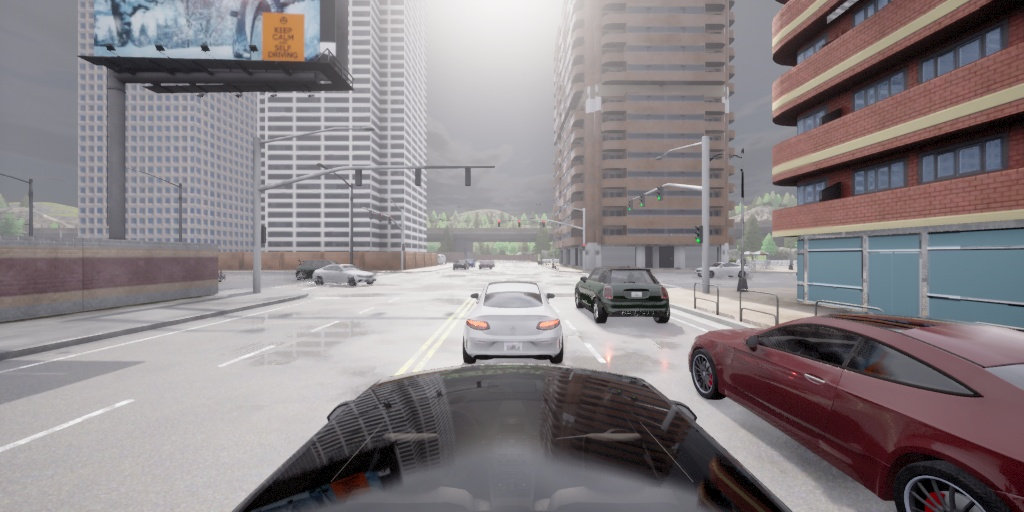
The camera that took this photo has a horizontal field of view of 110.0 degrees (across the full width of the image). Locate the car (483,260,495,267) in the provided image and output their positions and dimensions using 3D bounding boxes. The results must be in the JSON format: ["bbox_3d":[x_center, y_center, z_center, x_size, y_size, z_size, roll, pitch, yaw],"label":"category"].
[{"bbox_3d":[-4.052,1.351,65.008,1.895,1.301,4.718,0,0,0],"label":"car"}]

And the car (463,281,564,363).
[{"bbox_3d":[0.017,1.276,8.001,1.812,1.442,4.674,0,0,0],"label":"car"}]

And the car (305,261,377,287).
[{"bbox_3d":[-11.390,1.275,24.381,4.674,1.442,1.812,0,-1,22],"label":"car"}]

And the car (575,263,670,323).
[{"bbox_3d":[3.499,1.102,12.217,2.097,1.767,4.553,0,0,0],"label":"car"}]

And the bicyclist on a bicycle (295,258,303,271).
[{"bbox_3d":[-25.974,1.051,43.763,0.582,1.620,1.656,0,0,0],"label":"bicyclist on a bicycle"}]

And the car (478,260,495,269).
[{"bbox_3d":[-4.012,1.276,55.028,1.812,1.442,4.674,0,0,-1],"label":"car"}]

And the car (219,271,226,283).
[{"bbox_3d":[-23.358,1.276,25.792,4.674,1.442,1.812,0,0,0],"label":"car"}]

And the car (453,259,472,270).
[{"bbox_3d":[-7.498,1.228,52.986,1.882,1.535,5.008,0,0,0],"label":"car"}]

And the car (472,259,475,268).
[{"bbox_3d":[-7.549,1.228,63.007,1.882,1.535,5.008,0,0,0],"label":"car"}]

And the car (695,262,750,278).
[{"bbox_3d":[19.387,1.276,33.079,4.674,1.442,1.812,0,0,0],"label":"car"}]

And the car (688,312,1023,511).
[{"bbox_3d":[3.580,1.276,3.498,1.812,1.442,4.674,0,0,0],"label":"car"}]

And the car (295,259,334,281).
[{"bbox_3d":[-15.145,1.102,29.547,4.553,1.767,2.097,0,0,-3],"label":"car"}]
